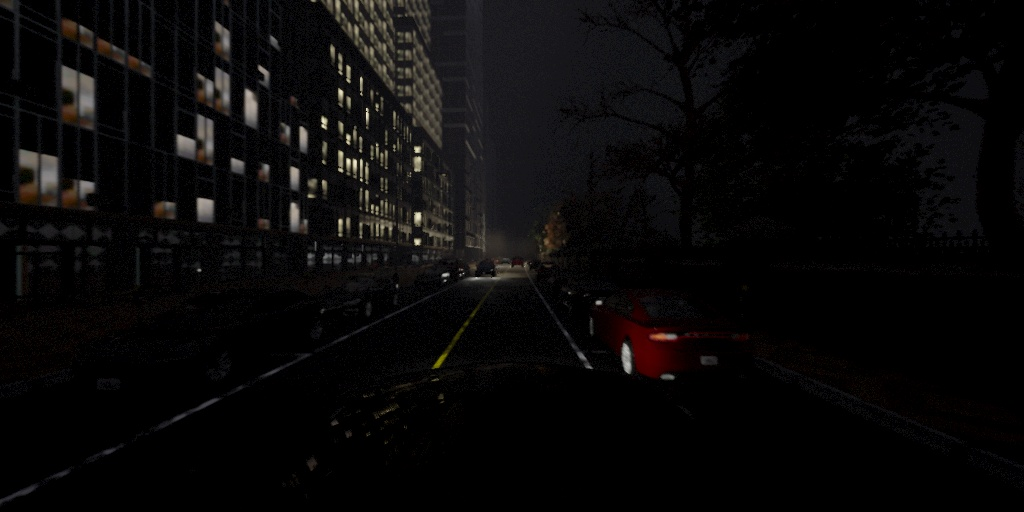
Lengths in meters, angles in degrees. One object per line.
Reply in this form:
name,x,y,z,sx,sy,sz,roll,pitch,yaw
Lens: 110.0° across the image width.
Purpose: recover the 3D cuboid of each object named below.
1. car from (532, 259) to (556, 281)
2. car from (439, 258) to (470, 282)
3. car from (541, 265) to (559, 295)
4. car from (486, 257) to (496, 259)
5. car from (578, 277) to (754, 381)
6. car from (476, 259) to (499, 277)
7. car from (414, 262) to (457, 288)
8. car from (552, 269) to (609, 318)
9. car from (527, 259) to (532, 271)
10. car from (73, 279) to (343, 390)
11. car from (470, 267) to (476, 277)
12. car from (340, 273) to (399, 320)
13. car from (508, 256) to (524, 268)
car,2.921,1.214,29.736,1.967,1.591,4.097,0,0,1
car,-5.109,1.086,29.424,2.192,1.841,5.009,0,0,1
car,2.787,1.330,18.446,1.948,1.339,4.313,0,0,1
car,-4.351,1.348,63.189,1.888,1.381,4.507,0,0,2
car,2.722,1.300,7.150,1.888,1.381,4.507,0,0,0
car,-2.535,1.303,35.364,1.812,1.442,4.674,0,0,1
car,-5.184,1.317,23.795,2.007,1.370,4.403,0,0,1
car,2.746,1.326,12.796,1.948,1.339,4.313,0,0,0
car,3.366,1.298,50.594,1.837,1.490,4.892,0,0,1
car,-5.304,1.319,6.903,1.948,1.339,4.313,0,0,0
car,-5.022,1.327,35.060,2.007,1.370,4.403,0,0,1
car,-5.281,1.308,12.540,2.007,1.370,4.403,0,0,0
car,0.995,1.041,64.462,2.150,2.045,5.566,0,0,2
